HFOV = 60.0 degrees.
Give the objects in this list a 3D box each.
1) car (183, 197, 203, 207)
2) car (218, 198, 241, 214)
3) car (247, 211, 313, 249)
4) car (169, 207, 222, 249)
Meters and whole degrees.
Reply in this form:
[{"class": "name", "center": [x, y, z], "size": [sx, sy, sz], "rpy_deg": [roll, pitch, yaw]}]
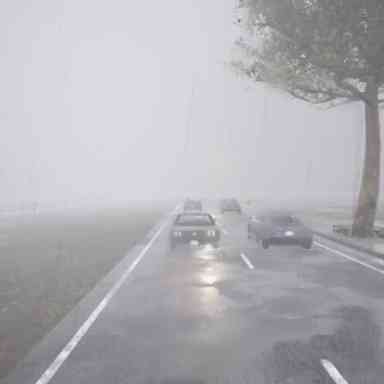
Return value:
[{"class": "car", "center": [0.089, 1.239, 34.377], "size": [2.128, 1.511, 4.902], "rpy_deg": [0, 1, 0]}, {"class": "car", "center": [3.590, 1.316, 32.210], "size": [2.033, 1.411, 5.357], "rpy_deg": [0, 1, 0]}, {"class": "car", "center": [3.594, 1.485, 14.254], "size": [1.994, 1.385, 4.181], "rpy_deg": [0, 0, 0]}, {"class": "car", "center": [0.094, 1.523, 14.180], "size": [1.895, 1.301, 4.718], "rpy_deg": [0, 0, 0]}]
